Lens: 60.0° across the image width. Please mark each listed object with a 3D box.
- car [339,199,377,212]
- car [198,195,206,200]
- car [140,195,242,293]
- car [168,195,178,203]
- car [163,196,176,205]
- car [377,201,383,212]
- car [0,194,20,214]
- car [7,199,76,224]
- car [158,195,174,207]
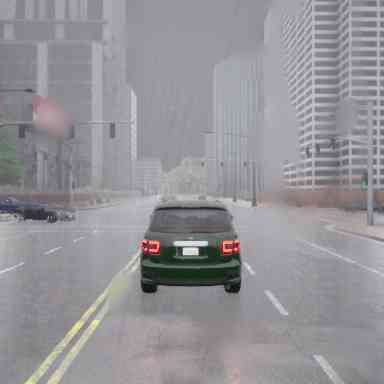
[{"bbox_3d":[19.463,1.547,37.359,5.357,1.411,2.033,0,0,-1],"label":"car"},{"bbox_3d":[2.731,1.500,90.601,1.837,1.490,4.892,0,0,0],"label":"car"},{"bbox_3d":[-0.021,1.221,8.991,2.150,2.045,5.566,0,0,0],"label":"car"},{"bbox_3d":[-4.110,1.500,72.176,1.837,1.490,4.892,0,0,0],"label":"car"},{"bbox_3d":[-4.086,1.547,61.872,2.033,1.411,5.357,0,0,0],"label":"car"},{"bbox_3d":[22.132,1.478,33.894,5.008,1.535,1.882,0,0,-1],"label":"car"},{"bbox_3d":[-16.600,1.220,29.654,5.566,2.045,2.150,0,0,-1],"label":"car"},{"bbox_3d":[-10.823,1.493,24.540,4.902,1.511,2.128,0,0,23],"label":"car"},{"bbox_3d":[-4.030,1.352,52.249,2.097,1.767,4.553,0,0,0],"label":"car"}]
